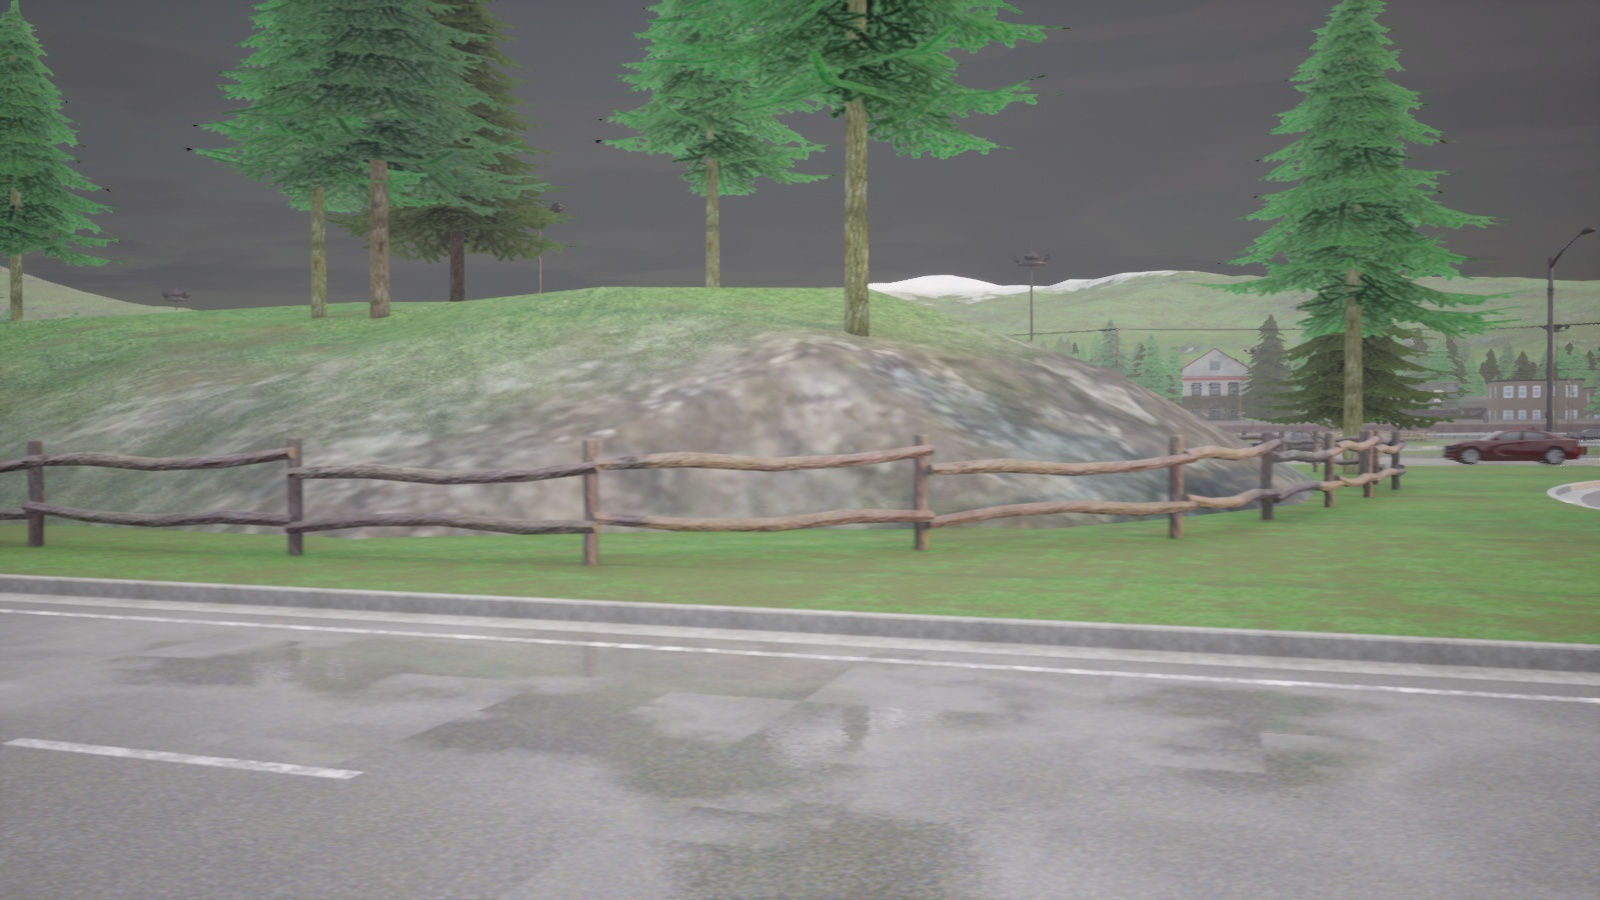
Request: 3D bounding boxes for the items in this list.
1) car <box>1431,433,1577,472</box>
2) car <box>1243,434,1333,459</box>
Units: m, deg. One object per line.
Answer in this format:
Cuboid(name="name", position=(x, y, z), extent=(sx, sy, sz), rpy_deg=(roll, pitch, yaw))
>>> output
Cuboid(name="car", position=(29.106, 0.079, 52.090), extent=(5.008, 1.535, 1.882), rpy_deg=(1, 1, 18))
Cuboid(name="car", position=(28.659, -0.199, 73.719), extent=(5.357, 1.411, 2.033), rpy_deg=(0, 1, -30))
